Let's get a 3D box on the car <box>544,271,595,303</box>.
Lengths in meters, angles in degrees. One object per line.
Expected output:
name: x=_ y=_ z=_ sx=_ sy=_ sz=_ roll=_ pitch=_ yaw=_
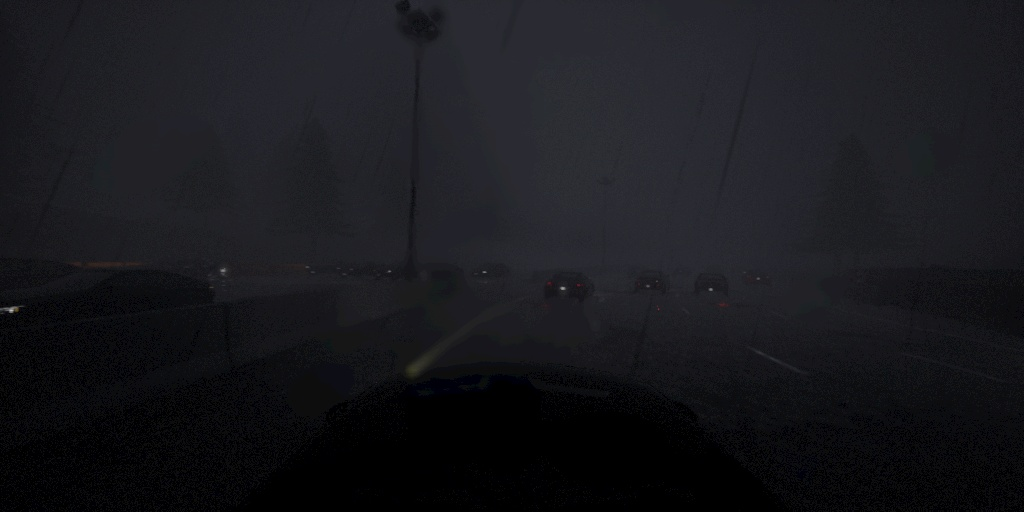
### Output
car: x=3.002 y=1.469 z=18.183 sx=1.994 sy=1.385 sz=4.181 roll=1 pitch=0 yaw=19

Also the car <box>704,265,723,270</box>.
car: x=26.231 y=1.865 z=46.803 sx=1.837 sy=1.490 sz=4.892 roll=1 pitch=1 yaw=29

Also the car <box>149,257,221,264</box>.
car: x=-18.714 y=0.795 z=19.973 sx=1.837 sy=1.490 sz=4.892 roll=1 pitch=-1 yaw=16

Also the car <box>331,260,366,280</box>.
car: x=-11.723 y=1.074 z=29.023 sx=1.895 sy=1.301 sz=4.718 roll=2 pitch=0 yaw=24

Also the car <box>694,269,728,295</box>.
car: x=13.462 y=1.816 z=24.228 sx=1.895 sy=1.301 sz=4.718 roll=1 pitch=0 yaw=30

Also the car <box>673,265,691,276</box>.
car: x=21.968 y=1.846 z=46.369 sx=1.994 sy=1.385 sz=4.181 roll=1 pitch=1 yaw=29

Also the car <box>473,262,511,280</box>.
car: x=-1.852 y=1.337 z=32.849 sx=1.837 sy=1.490 sz=4.892 roll=1 pitch=0 yaw=30

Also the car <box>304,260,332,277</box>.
car: x=-14.909 y=0.988 z=30.468 sx=1.895 sy=1.301 sz=4.718 roll=2 pitch=0 yaw=24

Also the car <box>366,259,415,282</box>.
car: x=-8.522 y=1.088 z=27.606 sx=1.812 sy=1.442 sz=4.674 roll=2 pitch=0 yaw=24

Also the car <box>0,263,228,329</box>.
car: x=-10.050 y=1.013 z=8.972 sx=1.812 sy=1.442 sz=4.674 roll=2 pitch=0 yaw=8

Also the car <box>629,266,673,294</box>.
car: x=9.190 y=1.634 z=23.475 sx=1.812 sy=1.442 sz=4.674 roll=1 pitch=0 yaw=28

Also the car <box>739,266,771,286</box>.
car: x=22.527 y=1.960 z=33.100 sx=1.994 sy=1.385 sz=4.181 roll=1 pitch=0 yaw=29

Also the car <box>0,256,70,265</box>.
car: x=-16.894 y=0.768 z=11.762 sx=1.882 sy=1.535 sz=5.008 roll=2 pitch=-1 yaw=9

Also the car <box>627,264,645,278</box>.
car: x=13.930 y=1.667 z=39.223 sx=2.128 sy=1.511 sz=4.902 roll=1 pitch=0 yaw=29

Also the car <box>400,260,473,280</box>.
car: x=-5.336 y=1.189 z=26.160 sx=2.033 sy=1.411 sz=5.357 roll=2 pitch=0 yaw=24
